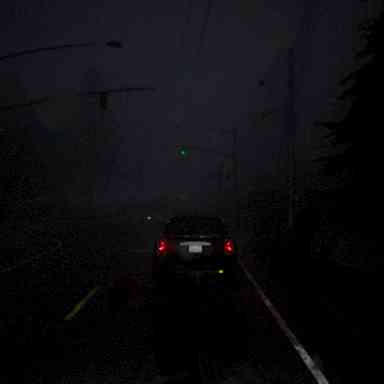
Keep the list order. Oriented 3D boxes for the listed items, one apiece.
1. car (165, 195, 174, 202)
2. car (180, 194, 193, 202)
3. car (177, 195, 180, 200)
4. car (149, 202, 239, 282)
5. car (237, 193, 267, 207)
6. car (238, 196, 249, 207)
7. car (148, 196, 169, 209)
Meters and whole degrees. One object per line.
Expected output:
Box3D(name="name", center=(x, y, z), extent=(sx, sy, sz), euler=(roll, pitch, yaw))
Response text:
Box3D(name="car", center=(-4.107, 1.470, 48.702), extent=(1.837, 1.490, 4.892), euler=(0, 0, 0))
Box3D(name="car", center=(-0.927, 1.549, 69.321), extent=(1.895, 1.301, 4.718), euler=(0, 0, -7))
Box3D(name="car", center=(-2.213, 1.149, 79.454), extent=(2.097, 1.767, 4.553), euler=(0, 0, -13))
Box3D(name="car", center=(0.089, 1.351, 9.893), extent=(2.097, 1.767, 4.553), euler=(0, 0, 0))
Box3D(name="car", center=(8.444, 1.141, 47.193), extent=(3.866, 1.878, 1.905), euler=(0, 0, -1))
Box3D(name="car", center=(8.858, 1.139, 44.683), extent=(4.605, 1.855, 1.932), euler=(0, 0, -1))
Box3D(name="car", center=(-4.038, 1.492, 39.529), extent=(1.812, 1.442, 4.674), euler=(0, 0, 0))
